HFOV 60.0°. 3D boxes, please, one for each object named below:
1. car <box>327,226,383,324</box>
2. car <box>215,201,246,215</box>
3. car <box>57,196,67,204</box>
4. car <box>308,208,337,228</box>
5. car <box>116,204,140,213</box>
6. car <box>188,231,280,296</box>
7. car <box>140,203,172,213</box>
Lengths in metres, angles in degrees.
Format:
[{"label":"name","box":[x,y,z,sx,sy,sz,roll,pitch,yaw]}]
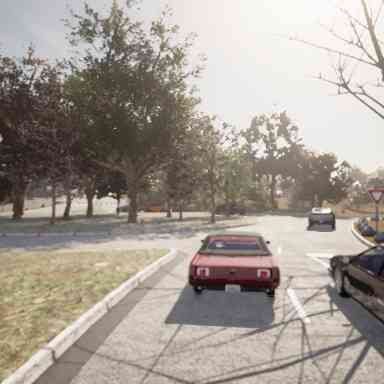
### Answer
[{"label":"car","box":[3.939,1.587,5.627,2.033,1.411,5.357,0,-1,6]},{"label":"car","box":[5.346,2.307,47.854,2.150,2.045,5.566,1,-2,-33]},{"label":"car","box":[-33.530,2.199,84.548,1.946,1.575,5.366,0,2,-13]},{"label":"car","box":[10.112,1.949,25.809,2.128,1.511,4.902,-1,-2,23]},{"label":"car","box":[-11.002,2.877,58.852,4.902,1.511,2.128,0,-2,-2]},{"label":"car","box":[1.147,1.685,8.906,1.895,1.301,4.718,0,-1,8]},{"label":"car","box":[-5.676,2.639,55.254,4.553,1.767,2.097,-1,-2,24]}]
